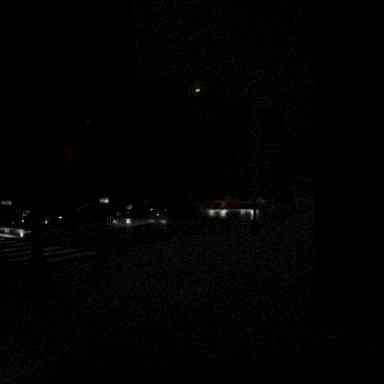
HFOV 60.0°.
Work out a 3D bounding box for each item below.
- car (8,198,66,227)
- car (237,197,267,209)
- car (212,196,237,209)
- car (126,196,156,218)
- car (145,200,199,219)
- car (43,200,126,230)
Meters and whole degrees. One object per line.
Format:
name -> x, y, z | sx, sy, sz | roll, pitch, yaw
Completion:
car -> -9.763, 1.305, 22.371 | 2.097, 1.767, 4.553 | 0, 0, 35
car -> 7.789, 1.363, 41.506 | 1.812, 1.442, 4.674 | 0, 0, 36
car -> 4.385, 1.327, 42.326 | 1.882, 1.535, 5.008 | 0, 0, 36
car -> -4.731, 1.270, 29.479 | 2.097, 1.767, 4.553 | 0, 0, 35
car -> -1.464, 1.506, 28.471 | 1.895, 1.301, 4.718 | 0, 0, 35
car -> -6.850, 1.436, 20.864 | 2.128, 1.511, 4.902 | 0, 0, 35
